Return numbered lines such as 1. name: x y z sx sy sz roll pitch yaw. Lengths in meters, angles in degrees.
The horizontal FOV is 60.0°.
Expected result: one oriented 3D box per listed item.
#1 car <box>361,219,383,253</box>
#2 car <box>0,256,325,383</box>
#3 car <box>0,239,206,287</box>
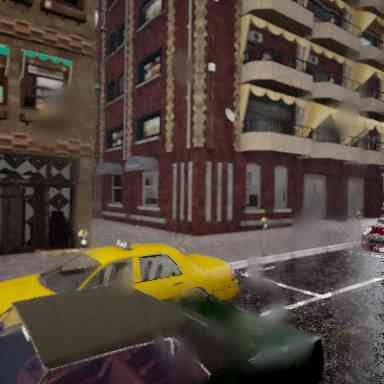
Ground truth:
1. car: 8.027 1.408 12.263 4.097 1.590 1.967 0 1 -35
2. car: -1.131 1.600 2.571 4.718 1.301 1.895 0 0 -35
3. car: -1.389 1.521 5.550 4.829 1.417 1.752 0 1 -35
